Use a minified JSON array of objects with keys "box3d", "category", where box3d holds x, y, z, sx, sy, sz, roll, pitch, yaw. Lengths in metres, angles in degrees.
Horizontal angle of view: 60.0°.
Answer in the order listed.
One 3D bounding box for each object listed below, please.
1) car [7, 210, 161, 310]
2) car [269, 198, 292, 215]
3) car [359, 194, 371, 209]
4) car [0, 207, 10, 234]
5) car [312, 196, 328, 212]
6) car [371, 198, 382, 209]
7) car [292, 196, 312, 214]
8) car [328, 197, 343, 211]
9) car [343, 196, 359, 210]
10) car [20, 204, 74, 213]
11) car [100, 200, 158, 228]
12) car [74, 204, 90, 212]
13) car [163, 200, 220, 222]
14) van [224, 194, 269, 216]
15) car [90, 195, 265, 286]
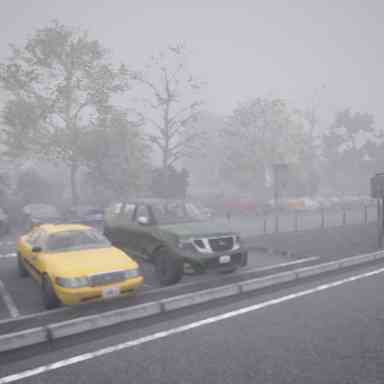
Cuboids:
[{"box3d":[-3.025,1.477,8.216,1.946,1.575,5.366,0,0,-36],"category":"car"},{"box3d":[6.644,1.397,31.426,2.002,1.452,4.674,0,0,-36],"category":"car"},{"box3d":[17.938,1.282,39.493,2.231,1.521,4.892,0,0,-36],"category":"car"},{"box3d":[-11.425,1.486,18.524,2.097,1.535,5.008,0,0,-36],"category":"car"},{"box3d":[11.161,1.366,34.655,2.002,1.452,4.674,0,0,-36],"category":"car"},{"box3d":[20.175,1.296,41.135,2.163,1.488,4.792,0,0,-36],"category":"car"},{"box3d":[8.905,1.341,33.039,2.097,1.535,5.008,0,0,-36],"category":"car"},{"box3d":[13.399,1.185,36.296,2.185,1.767,4.553,0,0,-36],"category":"car"},{"box3d":[15.673,1.296,37.889,2.097,1.535,5.008,0,0,-36],"category":"car"},{"box3d":[-9.168,1.471,20.139,2.231,1.521,4.892,0,0,-36],"category":"car"},{"box3d":[-4.540,1.435,23.209,1.946,1.575,5.366,0,0,-36],"category":"car"},{"box3d":[-6.923,1.484,21.770,2.163,1.488,4.792,0,0,-36],"category":"car"},{"box3d":[-0.114,1.435,26.565,2.163,1.488,4.792,0,0,-36],"category":"car"},{"box3d":[4.316,1.147,29.909,1.878,1.987,4.442,0,0,-36],"category":"van"},{"box3d":[-0.836,1.212,9.973,2.435,2.045,5.566,0,0,-36],"category":"car"}]
